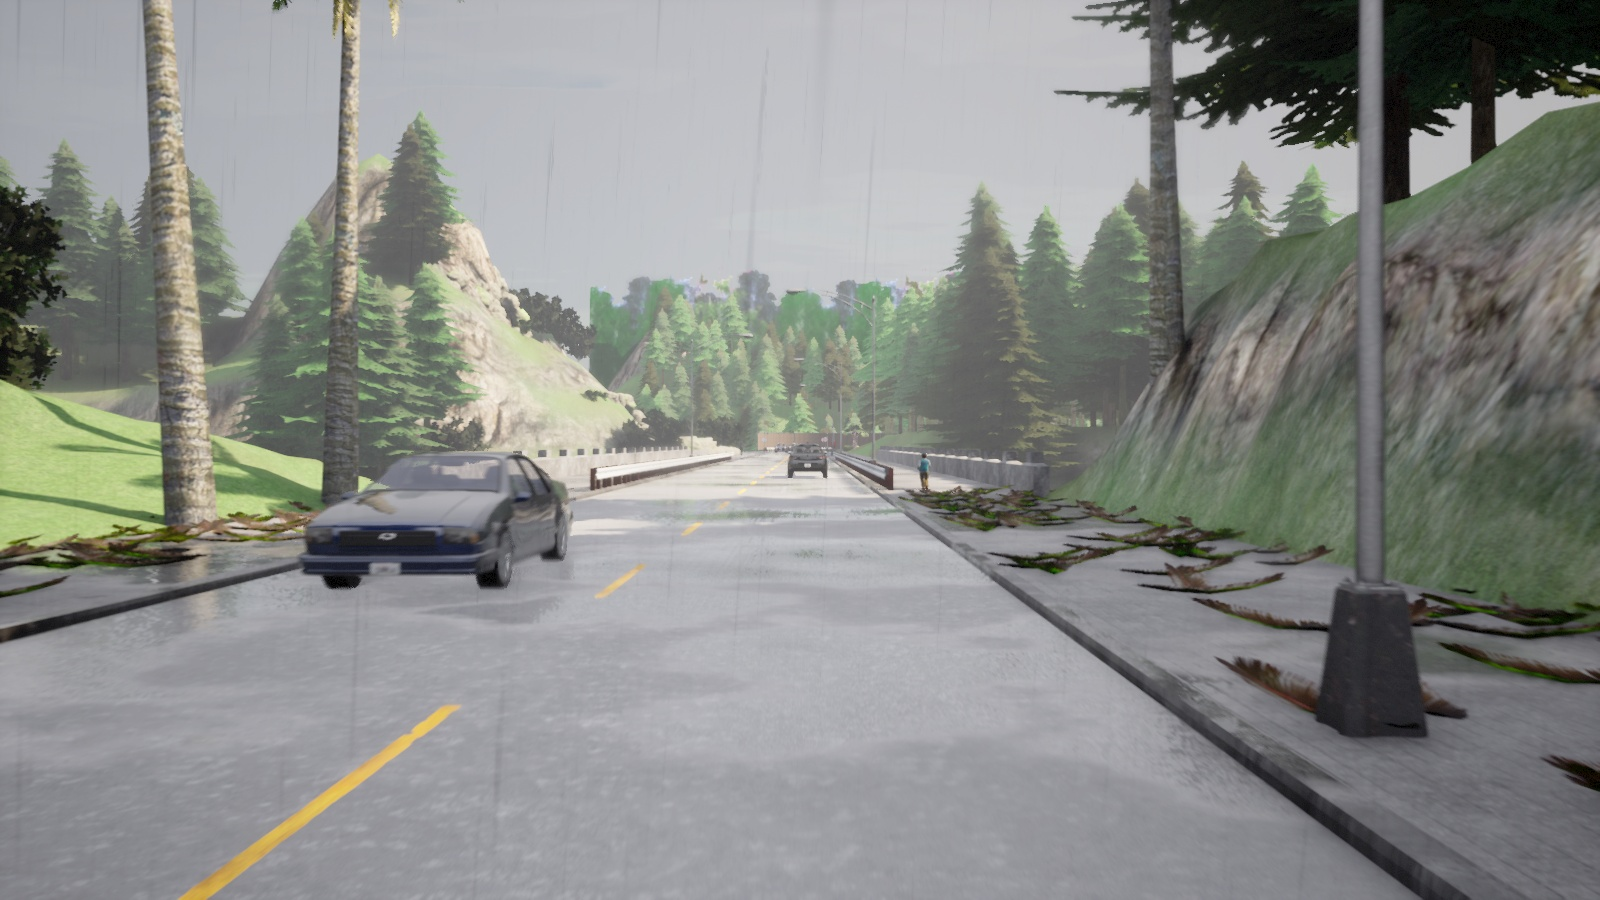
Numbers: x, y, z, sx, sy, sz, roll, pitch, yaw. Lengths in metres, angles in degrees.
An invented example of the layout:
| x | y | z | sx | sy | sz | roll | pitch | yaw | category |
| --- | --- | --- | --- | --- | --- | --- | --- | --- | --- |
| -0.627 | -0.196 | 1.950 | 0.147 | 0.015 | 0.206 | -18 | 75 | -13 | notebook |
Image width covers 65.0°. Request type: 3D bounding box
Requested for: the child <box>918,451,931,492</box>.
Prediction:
| x | y | z | sx | sy | sz | roll | pitch | yaw | category |
| --- | --- | --- | --- | --- | --- | --- | --- | --- | --- |
| 3.680 | 0.630 | 37.088 | 0.343 | 1.192 | 0.448 | 0 | 0 | 2 | child |

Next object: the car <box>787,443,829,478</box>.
| x | y | z | sx | sy | sz | roll | pitch | yaw | category |
| --- | --- | --- | --- | --- | --- | --- | --- | --- | --- |
| 0.348 | 0.445 | 55.998 | 1.816 | 1.474 | 4.193 | 0 | 0 | 0 | car |

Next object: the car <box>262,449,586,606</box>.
| x | y | z | sx | sy | sz | roll | pitch | yaw | category |
| --- | --- | --- | --- | --- | --- | --- | --- | --- | --- |
| -3.901 | 0.711 | 14.185 | 2.033 | 1.411 | 5.357 | 0 | 0 | 0 | car |
